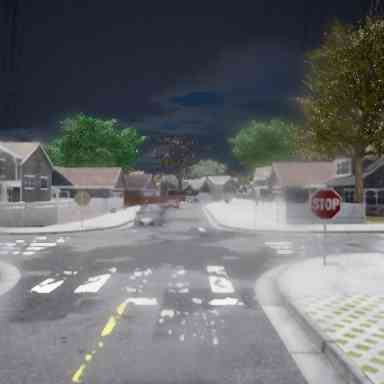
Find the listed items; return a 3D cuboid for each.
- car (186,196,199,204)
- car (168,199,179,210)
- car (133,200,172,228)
[{"bbox_3d":[0.158,1.610,69.089,2.128,1.511,4.902,0,0,14],"label":"car"},{"bbox_3d":[-2.738,1.676,44.967,1.994,1.385,4.181,0,0,1],"label":"car"},{"bbox_3d":[-2.764,1.596,22.756,2.128,1.511,4.902,0,1,0],"label":"car"}]
